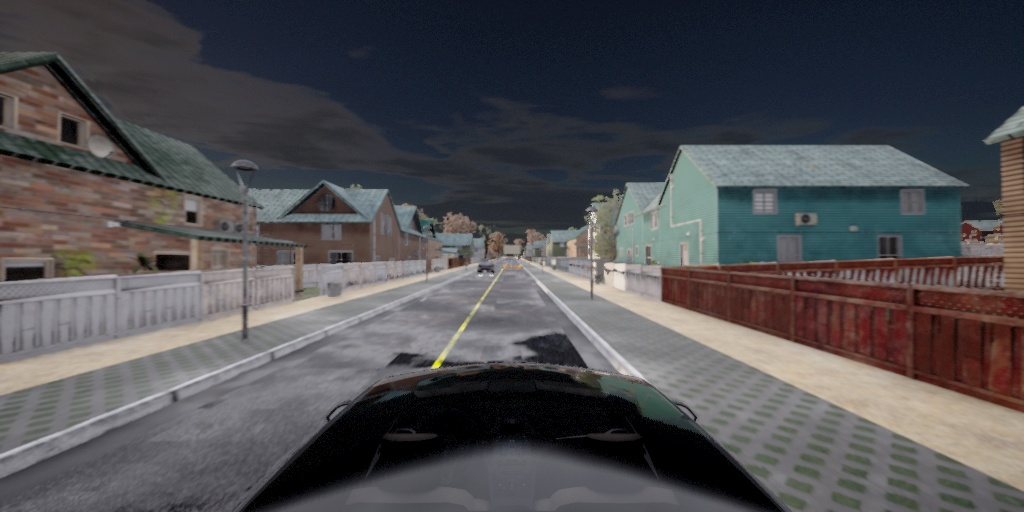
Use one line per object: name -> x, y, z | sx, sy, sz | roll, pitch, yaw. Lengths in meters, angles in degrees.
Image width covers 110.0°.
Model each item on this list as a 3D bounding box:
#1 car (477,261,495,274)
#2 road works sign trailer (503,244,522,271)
car -> -2.845, 1.274, 40.560 | 2.033, 1.411, 5.357 | 0, 0, 0
road works sign trailer -> -0.001, 0.185, 46.990 | 2.380, 3.560, 2.880 | 0, 0, 0
